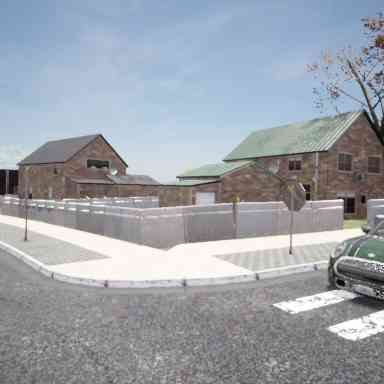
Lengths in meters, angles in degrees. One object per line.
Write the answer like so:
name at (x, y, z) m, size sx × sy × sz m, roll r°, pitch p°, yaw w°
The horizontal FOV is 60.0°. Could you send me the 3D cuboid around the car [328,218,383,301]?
car at (5.146, 1.247, 7.496) m, size 4.553 × 1.767 × 2.097 m, roll 0°, pitch 2°, yaw -33°
